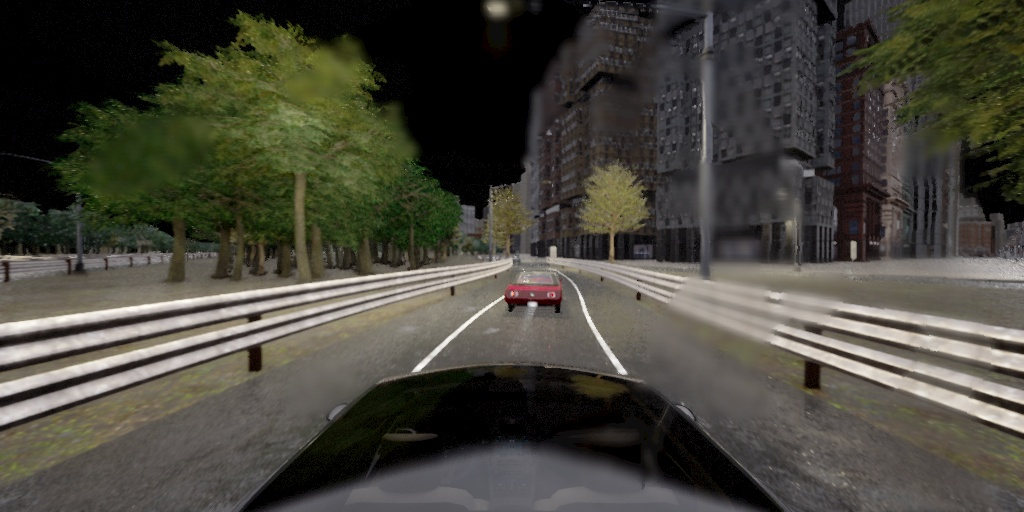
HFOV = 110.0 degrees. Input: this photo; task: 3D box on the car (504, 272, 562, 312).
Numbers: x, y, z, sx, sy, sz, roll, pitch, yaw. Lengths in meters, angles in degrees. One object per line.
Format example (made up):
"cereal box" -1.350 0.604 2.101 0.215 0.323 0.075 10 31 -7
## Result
"car" 0.976 1.251 13.751 1.895 1.301 4.718 0 1 8
